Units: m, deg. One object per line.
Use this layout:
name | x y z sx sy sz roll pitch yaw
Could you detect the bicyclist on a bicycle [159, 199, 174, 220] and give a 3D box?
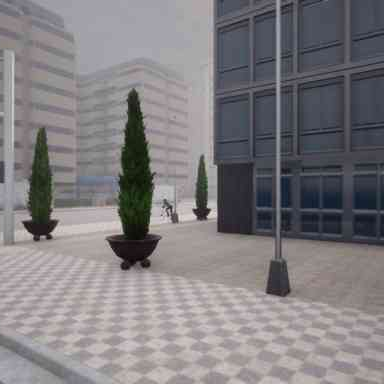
bicyclist on a bicycle | -1.975 1.354 25.864 1.656 1.620 0.582 0 0 35
